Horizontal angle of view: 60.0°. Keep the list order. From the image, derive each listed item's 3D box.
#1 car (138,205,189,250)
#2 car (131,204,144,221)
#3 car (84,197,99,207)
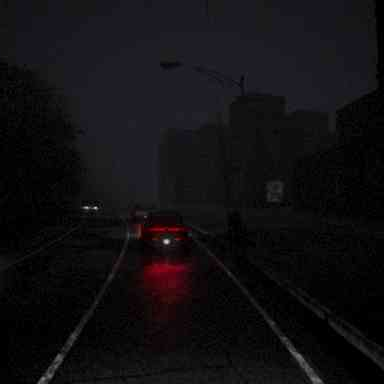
[{"bbox_3d":[-1.274,1.556,14.508,1.837,1.490,4.892,1,0,-8],"label":"car"},{"bbox_3d":[-4.090,1.705,28.211,1.895,1.301,4.718,1,0,-14],"label":"car"},{"bbox_3d":[-15.145,1.491,49.985,2.033,1.411,5.357,2,0,-21],"label":"car"}]
